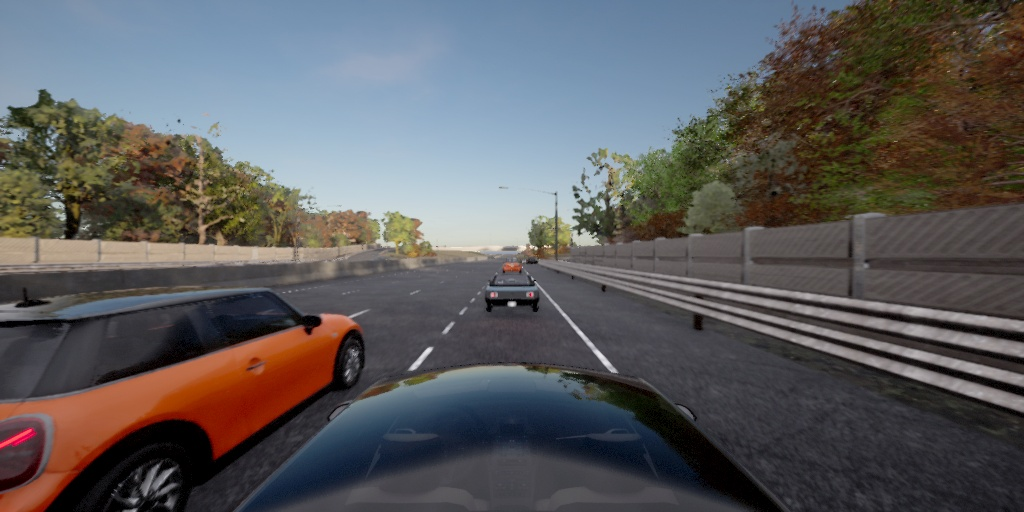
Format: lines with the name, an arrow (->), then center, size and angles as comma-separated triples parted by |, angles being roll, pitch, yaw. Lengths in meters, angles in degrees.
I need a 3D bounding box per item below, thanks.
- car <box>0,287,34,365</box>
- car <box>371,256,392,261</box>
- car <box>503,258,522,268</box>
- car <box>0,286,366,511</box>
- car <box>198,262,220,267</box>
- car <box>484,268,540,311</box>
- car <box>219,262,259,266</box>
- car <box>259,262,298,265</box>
car -> -10.395, 1.308, 4.958 | 1.994, 1.385, 4.181 | 0, 0, 0
car -> -20.975, 0.982, 57.648 | 2.150, 2.045, 5.566 | 0, 0, 0
car -> 0.018, 1.054, 40.758 | 2.097, 1.767, 4.553 | 0, 0, 0
car -> -3.401, 1.097, 3.930 | 2.097, 1.767, 4.553 | 0, 0, 0
car -> -31.503, 1.306, 38.733 | 1.895, 1.301, 4.718 | 0, 0, 1
car -> 0.006, 1.325, 14.220 | 1.895, 1.301, 4.718 | 0, 0, 0
car -> -28.007, 1.306, 38.136 | 1.895, 1.301, 4.718 | 0, 0, 1
car -> -24.493, 1.305, 38.805 | 1.895, 1.301, 4.718 | 0, 0, 0
